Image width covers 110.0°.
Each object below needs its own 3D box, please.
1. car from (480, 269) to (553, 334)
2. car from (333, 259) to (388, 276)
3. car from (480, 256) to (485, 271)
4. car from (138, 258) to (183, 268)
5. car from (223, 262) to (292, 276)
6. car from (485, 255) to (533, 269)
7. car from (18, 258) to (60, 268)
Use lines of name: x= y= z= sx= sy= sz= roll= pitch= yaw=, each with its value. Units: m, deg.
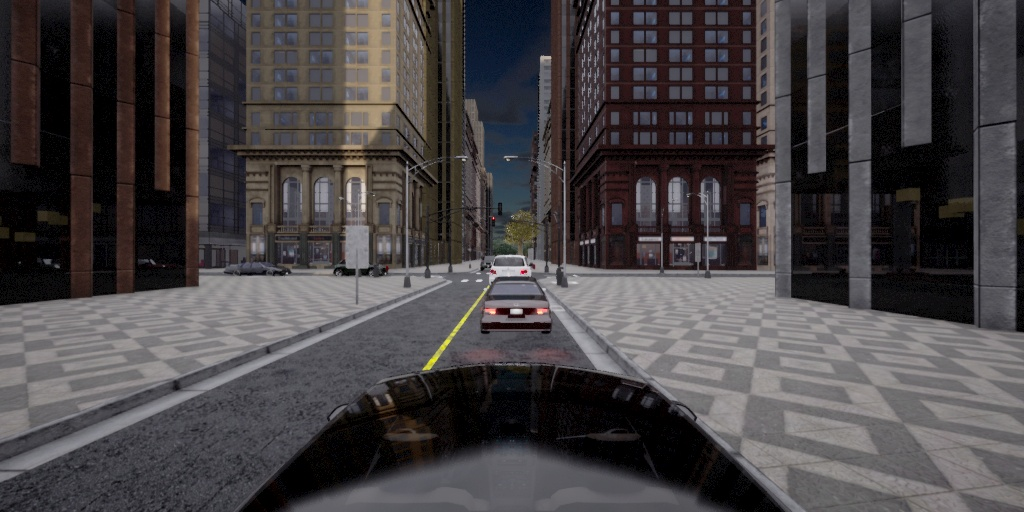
car: x=0.089 y=1.296 z=10.594 sx=2.033 sy=1.411 sz=5.357 roll=0 pitch=0 yaw=0
car: x=-13.996 y=1.050 z=33.322 sx=4.553 sy=1.767 sz=2.097 roll=0 pitch=0 yaw=0
car: x=-3.139 y=0.965 z=49.469 sx=2.150 sy=2.045 sz=5.566 roll=0 pitch=0 yaw=-1
car: x=-33.364 y=0.998 z=33.322 sx=4.553 sy=1.767 sz=2.097 roll=0 pitch=0 yaw=0
car: x=-23.577 y=1.218 z=33.315 sx=5.357 sy=1.411 sz=2.033 roll=0 pitch=0 yaw=0
car: x=0.013 y=0.969 z=20.839 sx=2.150 sy=2.045 sz=5.566 roll=0 pitch=0 yaw=4
car: x=-43.166 y=0.976 z=33.351 sx=4.553 sy=1.767 sz=2.097 roll=0 pitch=0 yaw=0
